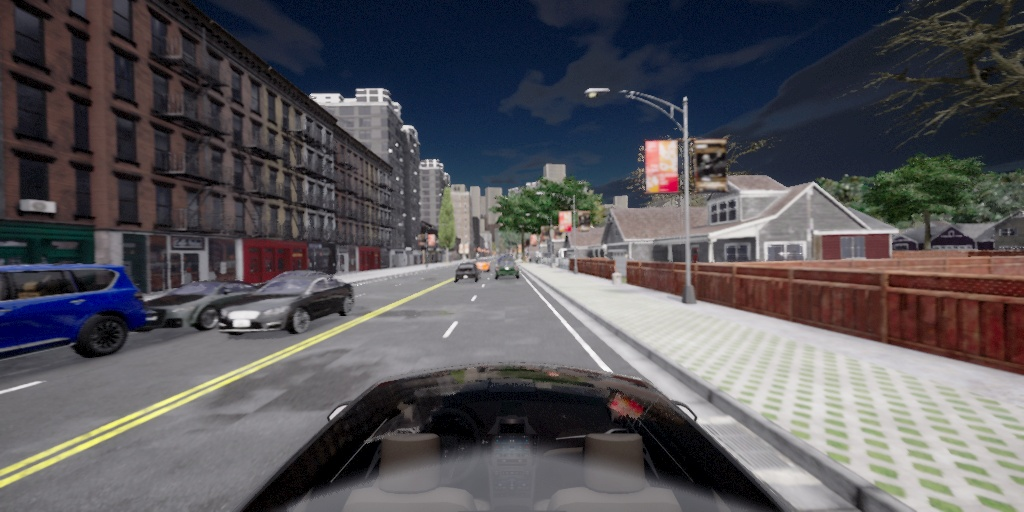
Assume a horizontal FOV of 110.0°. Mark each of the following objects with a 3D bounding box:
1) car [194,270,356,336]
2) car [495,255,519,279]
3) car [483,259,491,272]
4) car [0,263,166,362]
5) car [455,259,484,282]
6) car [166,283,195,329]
[{"bbox_3d":[-6.607,1.377,11.167,2.128,1.511,4.902,-1,0,-1],"label":"car"},{"bbox_3d":[-0.439,1.088,32.720,2.097,1.767,4.553,-1,0,-1],"label":"car"},{"bbox_3d":[-3.896,1.144,46.557,2.097,1.767,4.553,-1,0,-1],"label":"car"},{"bbox_3d":[-9.866,1.179,6.274,2.150,2.045,5.566,-1,0,-1],"label":"car"},{"bbox_3d":[-3.580,1.312,29.686,1.837,1.490,4.892,-1,1,-1],"label":"car"},{"bbox_3d":[-9.858,1.517,11.747,1.994,1.385,4.181,-1,0,-1],"label":"car"}]
